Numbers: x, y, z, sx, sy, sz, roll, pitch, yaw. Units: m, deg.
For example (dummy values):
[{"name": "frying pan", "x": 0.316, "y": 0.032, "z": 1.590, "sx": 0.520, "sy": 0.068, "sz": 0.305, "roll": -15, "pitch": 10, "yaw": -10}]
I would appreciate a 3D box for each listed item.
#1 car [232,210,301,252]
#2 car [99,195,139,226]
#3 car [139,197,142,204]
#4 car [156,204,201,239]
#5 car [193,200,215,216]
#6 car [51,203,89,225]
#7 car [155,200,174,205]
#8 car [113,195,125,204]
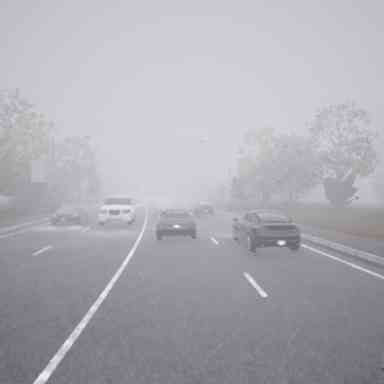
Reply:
[{"name": "car", "x": 2.927, "y": 1.506, "z": 13.905, "sx": 1.837, "sy": 1.490, "sz": 4.892, "roll": 0, "pitch": 0, "yaw": -4}, {"name": "car", "x": -5.203, "y": 1.245, "z": 23.754, "sx": 2.150, "sy": 2.045, "sz": 5.566, "roll": 0, "pitch": 0, "yaw": -7}, {"name": "car", "x": -10.738, "y": 1.653, "z": 64.725, "sx": 1.895, "sy": 1.301, "sz": 4.718, "roll": 0, "pitch": 0, "yaw": -8}, {"name": "car", "x": -0.885, "y": 1.575, "z": 17.523, "sx": 1.994, "sy": 1.385, "sz": 4.181, "roll": 0, "pitch": 0, "yaw": -5}, {"name": "car", "x": 0.992, "y": 1.542, "z": 32.263, "sx": 1.812, "sy": 1.442, "sz": 4.674, "roll": 0, "pitch": 0, "yaw": -7}, {"name": "car", "x": -8.803, "y": 1.556, "z": 24.372, "sx": 1.812, "sy": 1.442, "sz": 4.674, "roll": 0, "pitch": 0, "yaw": -7}, {"name": "car", "x": -2.884, "y": 1.551, "z": 34.982, "sx": 1.812, "sy": 1.442, "sz": 4.674, "roll": 0, "pitch": 0, "yaw": -7}, {"name": "car", "x": -14.456, "y": 1.410, "z": 66.044, "sx": 2.097, "sy": 1.767, "sz": 4.553, "roll": 0, "pitch": 0, "yaw": -8}]
